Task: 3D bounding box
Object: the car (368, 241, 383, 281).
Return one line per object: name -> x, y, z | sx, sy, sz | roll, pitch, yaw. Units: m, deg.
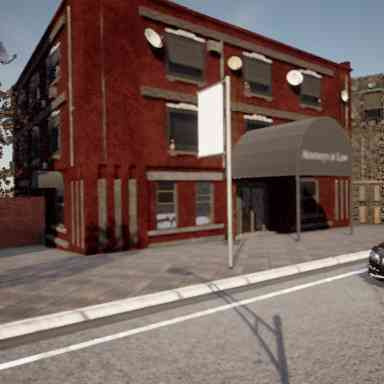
car -> 6.463, 1.491, 8.621 | 4.902, 1.511, 2.128 | 0, 0, -36
